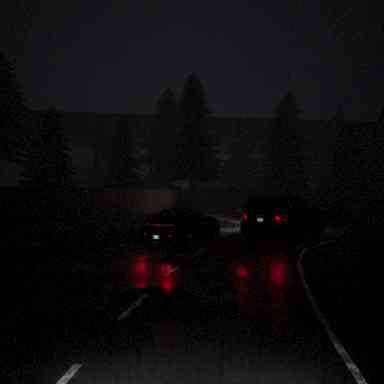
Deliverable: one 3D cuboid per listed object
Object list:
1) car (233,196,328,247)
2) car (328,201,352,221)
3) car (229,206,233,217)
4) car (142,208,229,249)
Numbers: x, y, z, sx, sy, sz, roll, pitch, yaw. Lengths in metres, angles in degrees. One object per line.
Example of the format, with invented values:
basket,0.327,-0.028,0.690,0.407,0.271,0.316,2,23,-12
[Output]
car,4.319,1.210,15.410,2.150,2.045,5.566,-1,-1,36
car,9.992,1.500,25.978,4.892,1.490,1.837,0,0,-14
car,5.475,1.445,28.462,5.008,1.535,1.882,0,0,-17
car,-0.303,1.459,14.584,2.128,1.511,4.902,0,0,25
